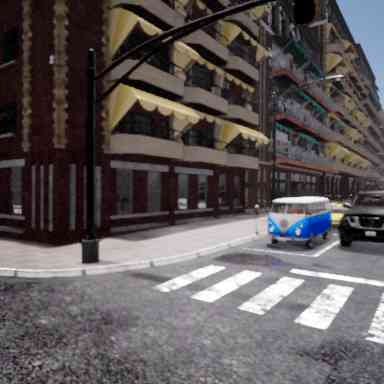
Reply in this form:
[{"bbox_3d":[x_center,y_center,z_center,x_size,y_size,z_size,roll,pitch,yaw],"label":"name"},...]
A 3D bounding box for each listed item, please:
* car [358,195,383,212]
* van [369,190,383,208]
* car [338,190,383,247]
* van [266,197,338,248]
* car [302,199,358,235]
[{"bbox_3d":[17.256,1.000,31.623,2.008,1.369,4.403,2,2,35],"label":"car"},{"bbox_3d":[20.484,0.713,36.197,1.690,1.788,3.998,2,2,35],"label":"van"},{"bbox_3d":[7.414,0.976,13.182,2.150,2.045,5.566,1,1,34],"label":"car"},{"bbox_3d":[4.356,1.099,13.301,1.690,1.788,3.998,2,2,35],"label":"van"},{"bbox_3d":[7.481,1.208,17.745,1.752,1.417,4.829,2,2,35],"label":"car"}]
